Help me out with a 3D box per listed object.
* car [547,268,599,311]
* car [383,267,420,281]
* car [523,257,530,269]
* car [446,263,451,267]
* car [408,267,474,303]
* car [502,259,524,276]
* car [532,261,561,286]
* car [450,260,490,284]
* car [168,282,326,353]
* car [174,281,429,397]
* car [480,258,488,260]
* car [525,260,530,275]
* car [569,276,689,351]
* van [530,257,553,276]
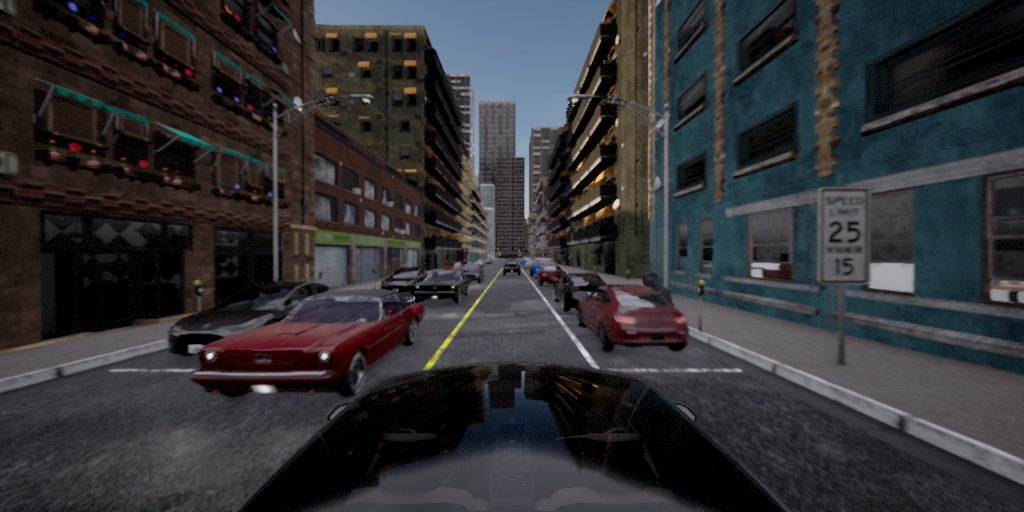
[{"bbox_3d":[2.686,1.310,14.195,1.948,1.339,4.313,0,0,0],"label":"car"},{"bbox_3d":[-5.697,1.309,19.728,1.948,1.339,4.313,0,0,0],"label":"car"},{"bbox_3d":[2.676,1.265,53.028,1.751,1.417,4.829,0,0,0],"label":"car"},{"bbox_3d":[-5.701,1.285,36.299,1.888,1.381,4.507,0,0,0],"label":"car"},{"bbox_3d":[-3.095,1.345,16.639,1.895,1.301,4.718,0,0,0],"label":"car"},{"bbox_3d":[-0.011,1.245,37.727,1.837,1.490,4.892,0,0,0],"label":"car"},{"bbox_3d":[2.683,1.287,25.241,1.888,1.381,4.507,0,0,0],"label":"car"},{"bbox_3d":[-3.079,1.289,27.572,2.033,1.411,5.357,0,0,0],"label":"car"},{"bbox_3d":[-5.694,1.313,8.681,1.948,1.339,4.313,0,0,0],"label":"car"},{"bbox_3d":[-3.097,1.349,6.677,1.895,1.301,4.718,0,0,0],"label":"car"},{"bbox_3d":[-5.708,1.267,63.746,1.751,1.417,4.829,0,0,0],"label":"car"},{"bbox_3d":[2.680,1.306,36.288,1.948,1.339,4.313,0,0,0],"label":"car"},{"bbox_3d":[2.687,1.329,8.671,1.802,1.307,4.207,0,0,0],"label":"car"},{"bbox_3d":[2.682,1.082,30.765,1.690,1.789,3.998,0,0,0],"label":"van"}]
